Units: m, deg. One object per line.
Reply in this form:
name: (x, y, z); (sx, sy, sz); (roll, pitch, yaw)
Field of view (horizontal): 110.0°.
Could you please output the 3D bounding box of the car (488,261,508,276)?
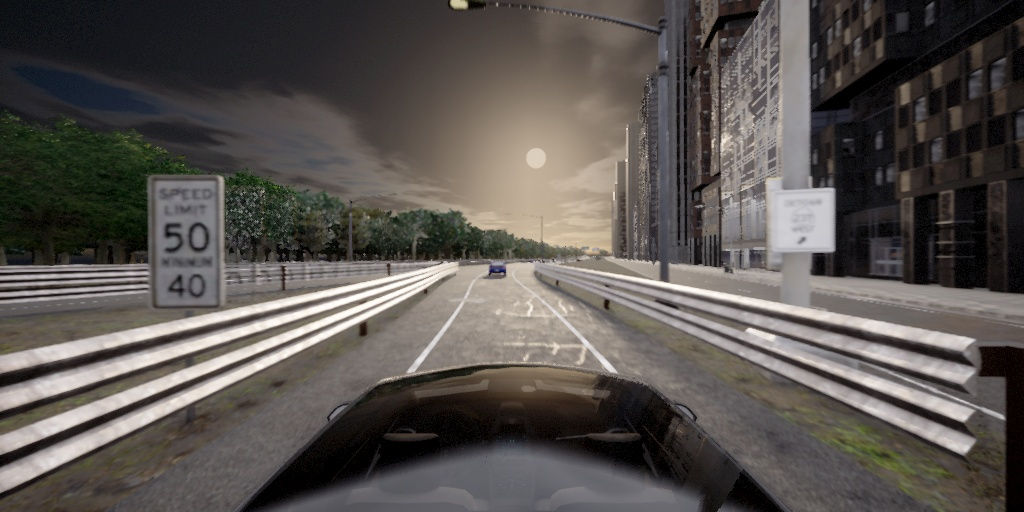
car: (-1.518, 1.296, 39.131); (1.882, 1.535, 5.008); (0, 0, 0)
